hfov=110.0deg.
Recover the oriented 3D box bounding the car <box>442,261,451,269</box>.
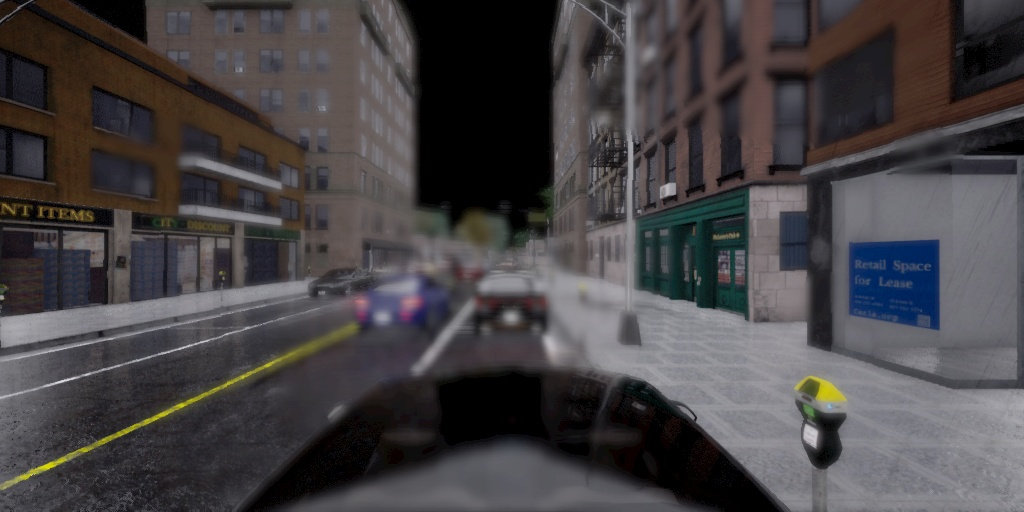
[{"bbox_3d":[-8.408,1.204,40.275,1.967,1.591,4.097,0,0,0],"label":"car"}]

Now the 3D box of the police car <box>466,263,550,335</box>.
[{"bbox_3d":[-0.012,1.175,10.610,1.930,1.638,5.238,0,0,0],"label":"police car"}]

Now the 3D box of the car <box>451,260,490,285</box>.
[{"bbox_3d":[-2.945,1.232,26.373,1.882,1.535,5.008,0,-1,0],"label":"car"}]

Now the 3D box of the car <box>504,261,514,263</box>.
[{"bbox_3d":[-0.383,1.281,29.411,1.751,1.417,4.829,0,0,0],"label":"car"}]

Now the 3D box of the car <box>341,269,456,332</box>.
[{"bbox_3d":[-3.018,1.276,10.680,1.812,1.442,4.674,0,0,0],"label":"car"}]

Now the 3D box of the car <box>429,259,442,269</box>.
[{"bbox_3d":[-8.408,1.285,34.586,1.751,1.417,4.829,0,0,0],"label":"car"}]

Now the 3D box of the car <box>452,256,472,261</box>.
[{"bbox_3d":[-5.837,0.989,42.643,2.150,2.045,5.566,0,0,0],"label":"car"}]

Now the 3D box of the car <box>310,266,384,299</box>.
[{"bbox_3d":[-8.408,1.316,18.201,1.948,1.339,4.313,0,0,0],"label":"car"}]

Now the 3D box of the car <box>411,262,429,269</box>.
[{"bbox_3d":[-8.408,1.195,29.238,1.967,1.591,4.097,0,0,0],"label":"car"}]

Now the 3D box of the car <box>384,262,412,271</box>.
[{"bbox_3d":[-8.408,1.303,23.719,2.007,1.370,4.403,0,0,0],"label":"car"}]
